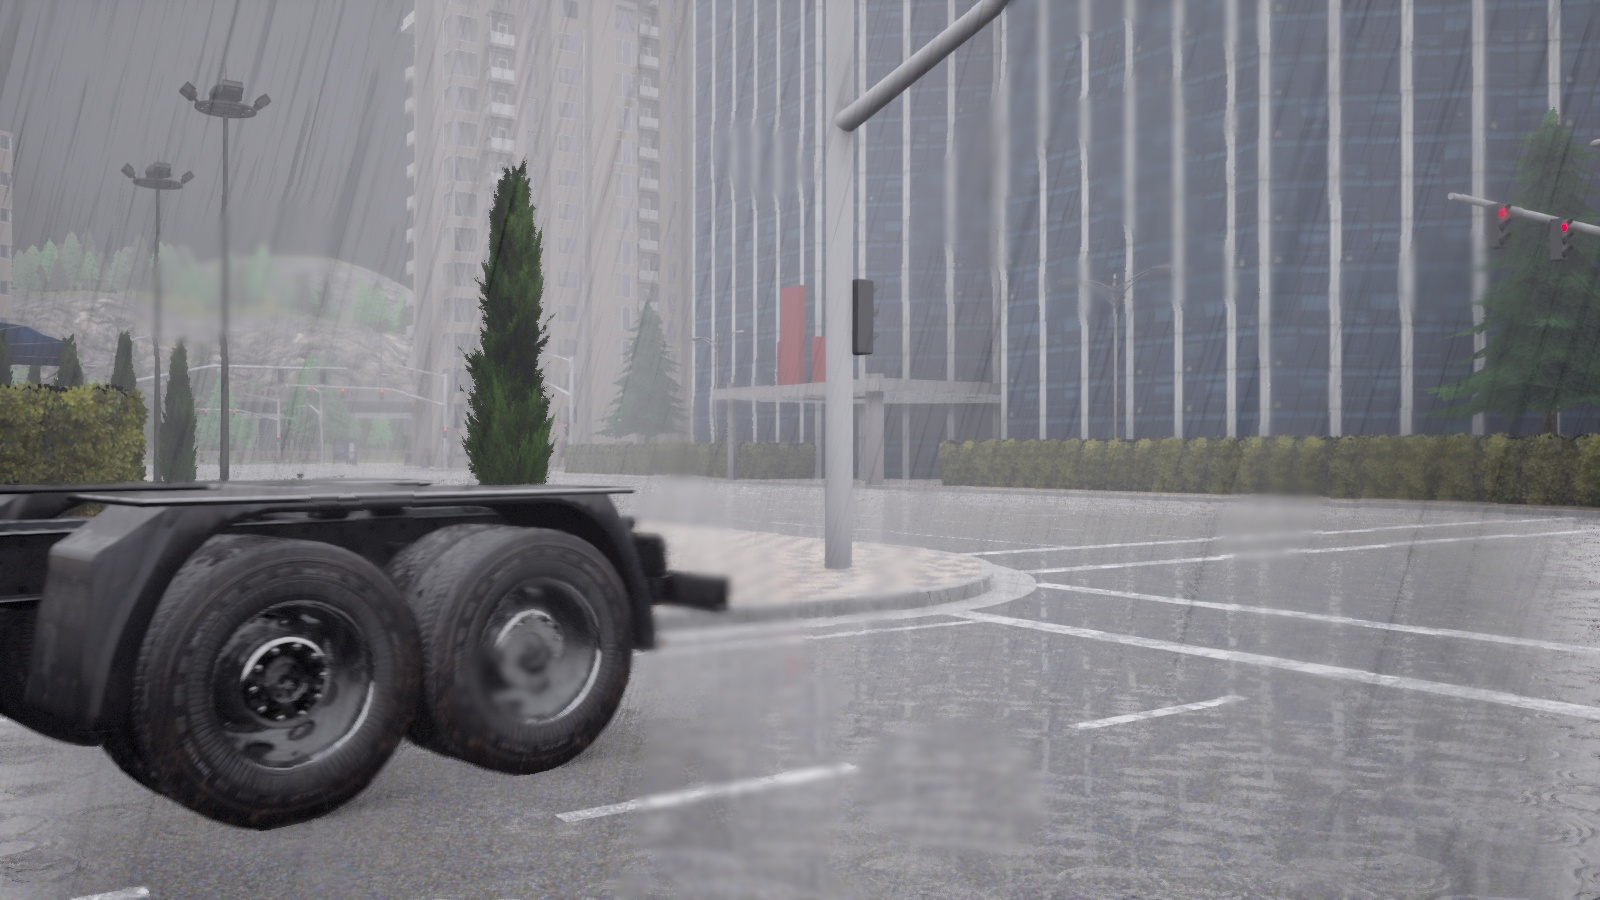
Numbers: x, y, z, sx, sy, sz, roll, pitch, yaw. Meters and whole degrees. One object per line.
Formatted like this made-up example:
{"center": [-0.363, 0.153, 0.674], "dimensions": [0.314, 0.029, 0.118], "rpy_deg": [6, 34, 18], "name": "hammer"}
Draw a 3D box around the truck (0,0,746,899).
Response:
{"center": [-4.067, -0.217, 4.749], "dimensions": [2.891, 3.462, 7.936], "rpy_deg": [0, 0, 43], "name": "truck"}
